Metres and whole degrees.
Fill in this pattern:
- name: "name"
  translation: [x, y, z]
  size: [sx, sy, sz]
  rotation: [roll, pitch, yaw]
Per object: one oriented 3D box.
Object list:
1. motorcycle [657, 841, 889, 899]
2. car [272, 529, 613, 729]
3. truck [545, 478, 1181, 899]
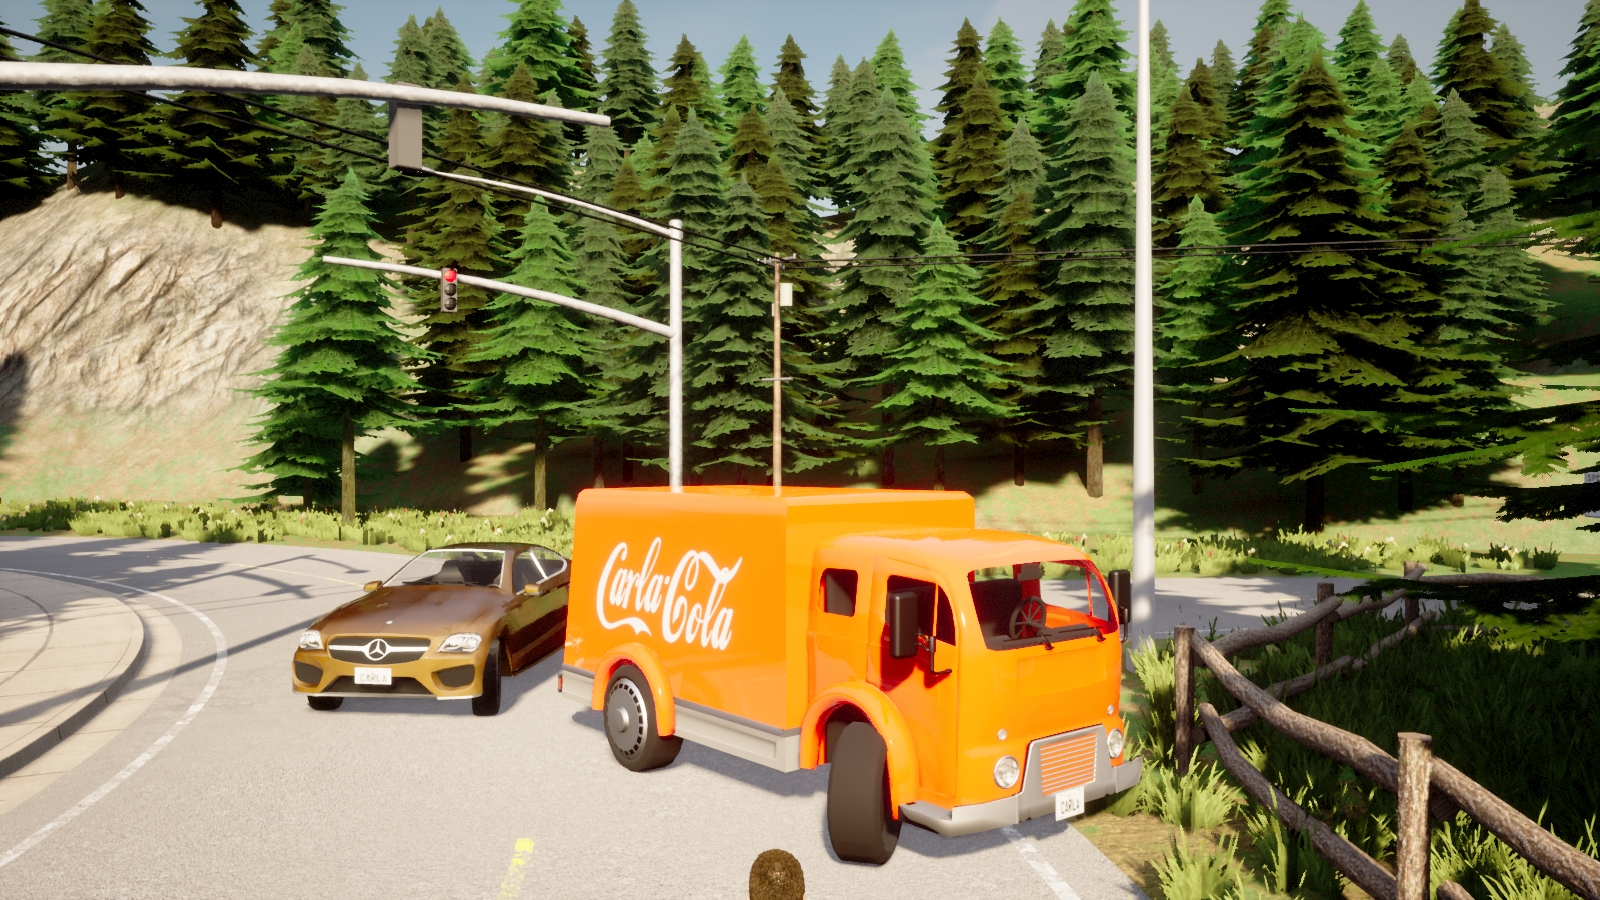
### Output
- name: "motorcycle"
  translation: [-0.074, 2.159, 3.526]
  size: [0.803, 1.199, 2.033]
  rotation: [0, 0, -2]
- name: "car"
  translation: [-4.038, 1.970, 14.038]
  size: [2.152, 1.651, 5.027]
  rotation: [0, 0, 6]
- name: "truck"
  translation: [0.202, 1.542, 9.769]
  size: [2.627, 2.467, 5.204]
  rotation: [0, 0, -39]
